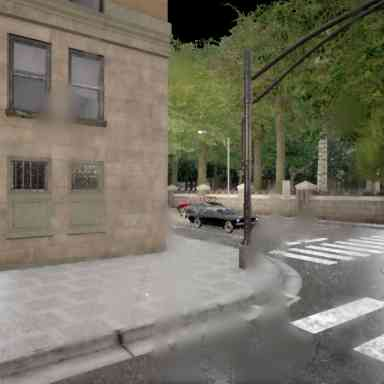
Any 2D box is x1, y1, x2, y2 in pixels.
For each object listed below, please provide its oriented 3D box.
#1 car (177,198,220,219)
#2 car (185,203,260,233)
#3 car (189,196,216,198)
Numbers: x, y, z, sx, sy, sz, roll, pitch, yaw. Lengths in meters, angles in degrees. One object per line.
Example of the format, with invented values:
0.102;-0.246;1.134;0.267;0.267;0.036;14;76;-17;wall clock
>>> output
0.942;1.483;26.730;1.837;1.490;4.892;0;1;-35;car
1.816;1.586;19.855;1.895;1.301;4.718;0;0;-35;car
0.571;1.285;31.798;2.192;1.841;5.009;0;0;-35;car
